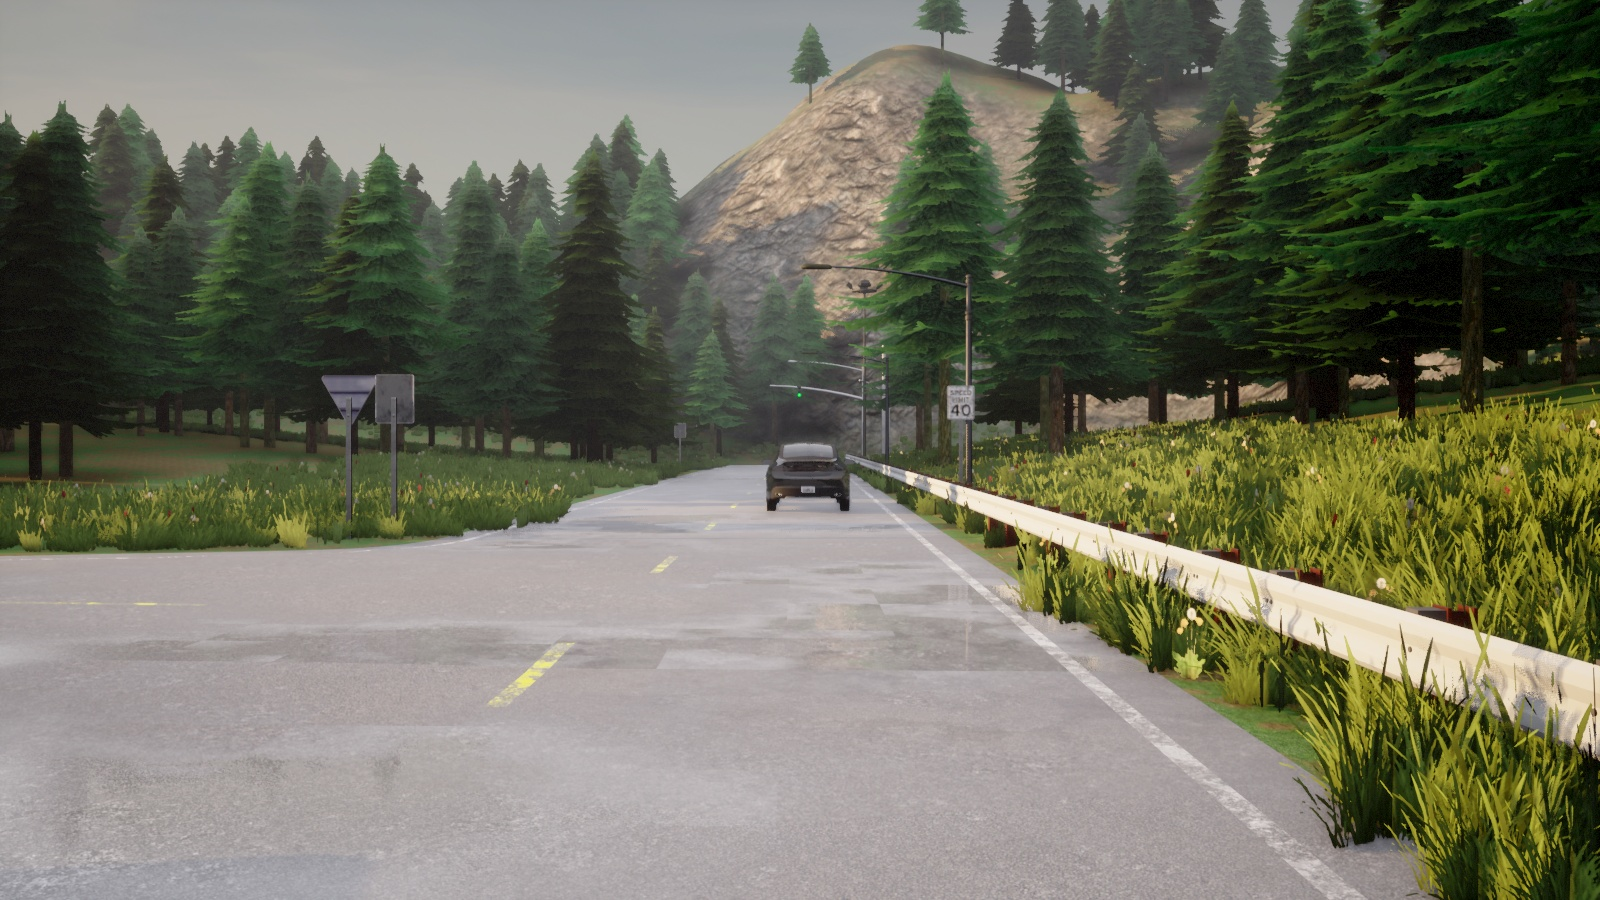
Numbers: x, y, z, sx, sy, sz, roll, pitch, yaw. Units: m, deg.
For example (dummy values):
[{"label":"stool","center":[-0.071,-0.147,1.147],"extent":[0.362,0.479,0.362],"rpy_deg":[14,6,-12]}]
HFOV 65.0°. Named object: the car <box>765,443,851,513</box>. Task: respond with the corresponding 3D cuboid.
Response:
[{"label":"car","center":[0.184,0.586,29.221],"extent":[1.837,1.490,4.892],"rpy_deg":[0,0,0]}]
